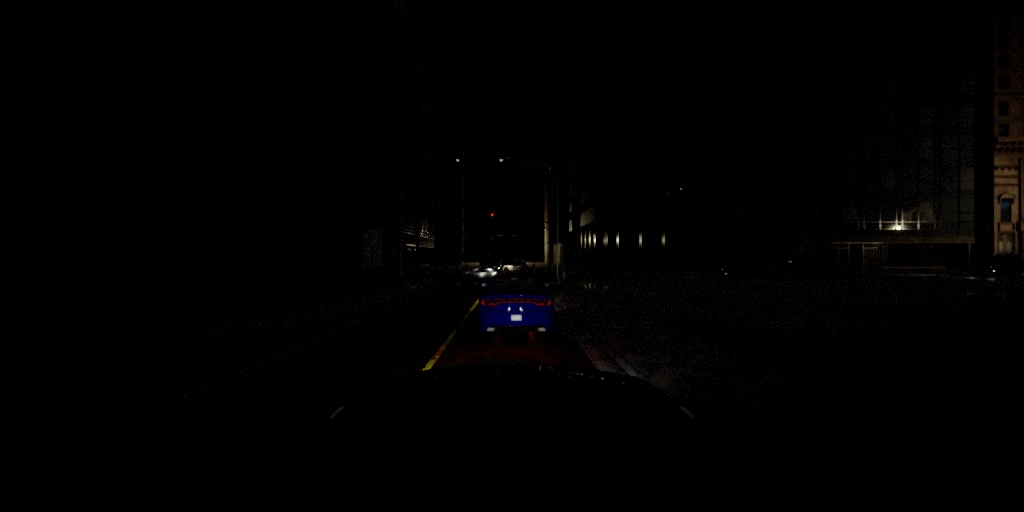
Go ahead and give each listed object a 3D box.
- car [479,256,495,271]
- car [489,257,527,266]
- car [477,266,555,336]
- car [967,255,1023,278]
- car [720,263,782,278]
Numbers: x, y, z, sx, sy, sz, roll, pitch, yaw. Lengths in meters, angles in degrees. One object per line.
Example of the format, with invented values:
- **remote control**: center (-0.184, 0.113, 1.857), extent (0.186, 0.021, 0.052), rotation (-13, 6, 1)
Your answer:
- **car**: center (-3.090, 0.971, 47.483), extent (2.150, 2.045, 5.566), rotation (0, 0, 0)
- **car**: center (0.152, 1.096, 19.325), extent (2.097, 1.767, 4.553), rotation (0, 0, 2)
- **car**: center (0.099, 1.223, 10.456), extent (1.882, 1.535, 5.008), rotation (0, 0, 0)
- **car**: center (46.045, 0.924, 33.280), extent (5.566, 2.045, 2.150), rotation (0, 0, 0)
- **car**: center (22.123, 1.345, 33.351), extent (4.718, 1.301, 1.895), rotation (0, 0, 0)
